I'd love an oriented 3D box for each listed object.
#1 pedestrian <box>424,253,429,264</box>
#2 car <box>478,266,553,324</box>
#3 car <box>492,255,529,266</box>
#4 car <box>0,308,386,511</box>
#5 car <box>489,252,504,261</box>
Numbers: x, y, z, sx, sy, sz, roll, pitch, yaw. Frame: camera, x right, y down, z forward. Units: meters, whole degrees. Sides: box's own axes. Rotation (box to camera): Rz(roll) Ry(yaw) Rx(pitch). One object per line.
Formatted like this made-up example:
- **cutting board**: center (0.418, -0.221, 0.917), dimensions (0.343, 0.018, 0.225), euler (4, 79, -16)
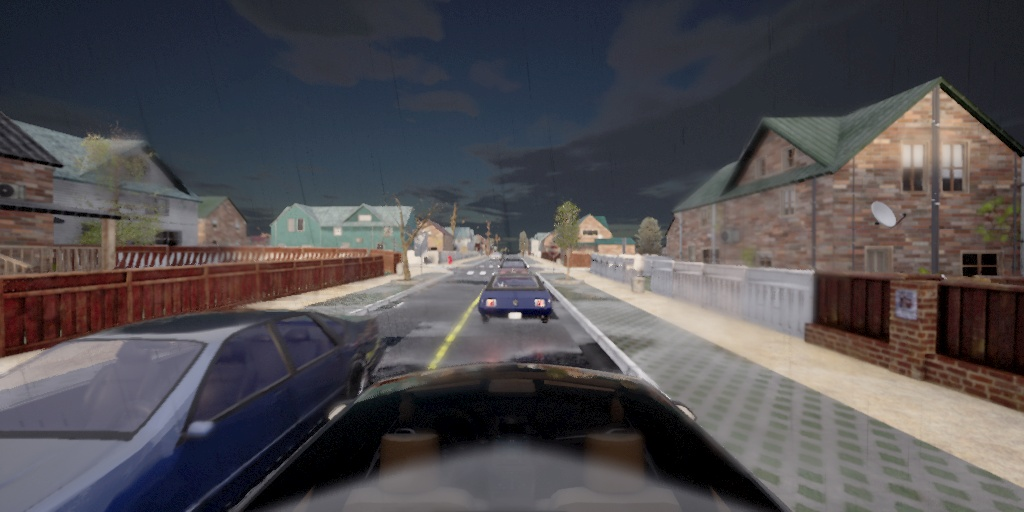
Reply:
- **pedestrian**: center (-9.618, -0.009, 40.084), dimensions (0.375, 1.860, 0.375), euler (0, -1, 0)
- **car**: center (0.094, 1.152, 11.122), dimensions (1.895, 1.301, 4.718), euler (0, 1, 0)
- **car**: center (0.087, 0.881, 21.759), dimensions (2.033, 1.411, 5.357), euler (0, 1, 0)
- **car**: center (-2.849, 1.265, 3.220), dimensions (2.033, 1.411, 5.357), euler (0, 1, 0)
- **car**: center (-2.779, 0.088, 62.260), dimensions (1.812, 1.442, 4.674), euler (0, 1, 1)
